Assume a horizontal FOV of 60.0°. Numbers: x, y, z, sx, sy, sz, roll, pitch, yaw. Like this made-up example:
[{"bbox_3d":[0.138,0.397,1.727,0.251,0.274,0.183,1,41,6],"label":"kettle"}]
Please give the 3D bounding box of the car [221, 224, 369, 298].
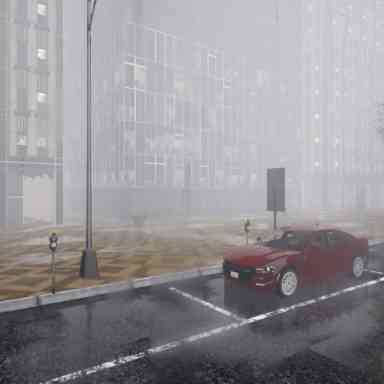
[{"bbox_3d":[2.752,1.545,8.502,4.507,1.381,1.887,0,0,-35],"label":"car"}]
